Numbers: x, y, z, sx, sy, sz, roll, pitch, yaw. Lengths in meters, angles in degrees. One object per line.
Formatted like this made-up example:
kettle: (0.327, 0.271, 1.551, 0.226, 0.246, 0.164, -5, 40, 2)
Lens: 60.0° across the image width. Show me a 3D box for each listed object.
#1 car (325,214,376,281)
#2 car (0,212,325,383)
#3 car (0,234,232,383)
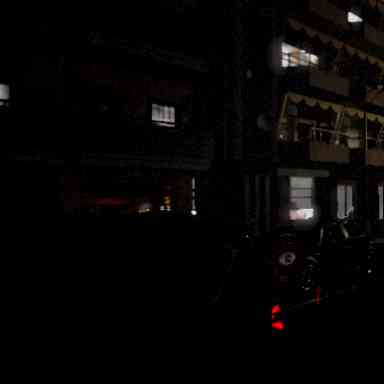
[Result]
car: (2.985, 1.439, 8.697, 4.097, 1.590, 1.967, 0, 0, -36)
car: (-1.764, 1.221, 2.119, 5.566, 2.045, 2.150, 0, 0, -36)
car: (-1.513, 1.581, 5.487, 4.206, 1.307, 1.802, 0, 0, -36)
